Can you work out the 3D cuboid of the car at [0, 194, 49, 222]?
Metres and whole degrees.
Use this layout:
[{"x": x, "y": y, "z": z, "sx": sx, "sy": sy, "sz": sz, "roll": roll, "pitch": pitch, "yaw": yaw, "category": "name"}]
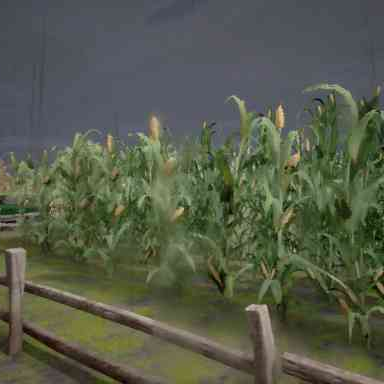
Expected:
[{"x": -13.099, "y": 1.192, "z": 23.721, "sx": 2.150, "sy": 2.045, "sz": 5.566, "roll": 0, "pitch": 0, "yaw": 36, "category": "car"}]
